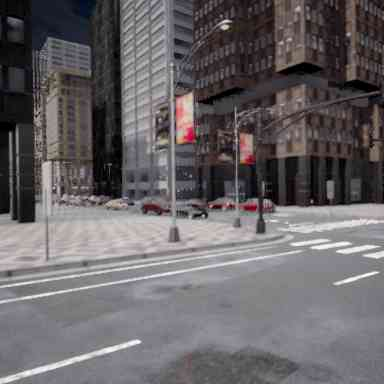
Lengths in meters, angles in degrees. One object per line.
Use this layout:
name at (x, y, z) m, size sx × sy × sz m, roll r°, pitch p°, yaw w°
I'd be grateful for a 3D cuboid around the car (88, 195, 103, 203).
car at (-21.713, 1.571, 74.427) m, size 1.967 × 1.590 × 4.097 m, roll -2°, pitch 1°, yaw -36°

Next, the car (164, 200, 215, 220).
car at (-0.283, 1.653, 29.738) m, size 1.947 × 1.339 × 4.313 m, roll -1°, pitch 1°, yaw -36°

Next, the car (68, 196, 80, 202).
car at (-31.265, 1.729, 87.813) m, size 1.752 × 1.417 × 4.829 m, roll -2°, pitch 1°, yaw -36°

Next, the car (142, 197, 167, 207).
car at (-5.952, 1.564, 52.350) m, size 1.887 × 1.381 × 4.507 m, roll -1°, pitch 1°, yaw -36°

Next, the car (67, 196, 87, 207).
car at (-19.198, 1.790, 56.237) m, size 1.802 × 1.307 × 4.206 m, roll -1°, pitch 1°, yaw -36°

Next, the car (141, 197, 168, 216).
car at (-3.441, 1.421, 34.152) m, size 2.192 × 1.841 × 5.009 m, roll -1°, pitch 1°, yaw -36°

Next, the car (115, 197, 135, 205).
car at (-12.355, 1.588, 61.320) m, size 1.752 × 1.417 × 4.829 m, roll -1°, pitch 1°, yaw -36°

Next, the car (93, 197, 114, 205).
car at (-16.850, 1.673, 62.869) m, size 2.033 × 1.411 × 5.357 m, roll -1°, pitch 0°, yaw -36°

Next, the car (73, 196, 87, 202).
car at (-28.014, 1.730, 83.259) m, size 2.008 × 1.369 × 4.403 m, roll -2°, pitch 1°, yaw -36°

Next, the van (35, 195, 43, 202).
van at (-38.116, 1.691, 82.732) m, size 1.690 × 1.788 × 3.998 m, roll -2°, pitch 1°, yaw -36°

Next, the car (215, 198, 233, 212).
car at (3.502, 1.400, 39.103) m, size 1.967 × 1.590 × 4.097 m, roll -1°, pitch 1°, yaw -36°

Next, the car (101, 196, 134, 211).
car at (-9.642, 1.670, 42.849) m, size 1.752 × 1.417 × 4.829 m, roll -1°, pitch 1°, yaw -36°

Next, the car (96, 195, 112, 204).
car at (-18.561, 1.547, 70.011) m, size 1.967 × 1.590 × 4.097 m, roll -2°, pitch 1°, yaw -36°

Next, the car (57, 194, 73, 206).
car at (-22.355, 1.546, 60.650) m, size 2.192 × 1.841 × 5.009 m, roll -1°, pitch 1°, yaw -36°

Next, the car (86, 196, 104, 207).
car at (-15.669, 1.630, 56.050) m, size 1.882 × 1.535 × 5.008 m, roll -1°, pitch 0°, yaw -36°

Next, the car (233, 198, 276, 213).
car at (6.653, 1.381, 34.688) m, size 1.967 × 1.590 × 4.097 m, roll -1°, pitch 1°, yaw -36°

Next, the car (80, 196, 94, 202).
car at (-24.864, 1.699, 78.843) m, size 1.887 × 1.381 × 4.507 m, roll -2°, pitch 1°, yaw -36°

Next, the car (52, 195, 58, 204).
car at (-28.660, 1.592, 69.483) m, size 2.192 × 1.841 × 5.009 m, roll -2°, pitch 1°, yaw -36°
